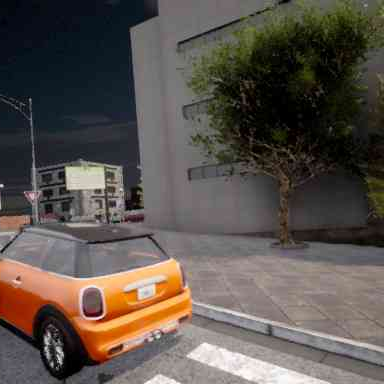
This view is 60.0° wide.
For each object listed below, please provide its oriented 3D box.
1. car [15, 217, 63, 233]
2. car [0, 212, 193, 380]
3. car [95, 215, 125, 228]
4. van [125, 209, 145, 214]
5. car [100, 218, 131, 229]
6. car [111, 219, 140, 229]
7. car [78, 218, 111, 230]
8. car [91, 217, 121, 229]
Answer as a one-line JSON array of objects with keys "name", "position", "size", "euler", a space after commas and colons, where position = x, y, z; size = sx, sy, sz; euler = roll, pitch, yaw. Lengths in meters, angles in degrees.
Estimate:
[{"name": "car", "position": [-18.206, 3.930, 39.819], "size": [2.128, 1.511, 4.902], "euler": [-7, -5, 27]}, {"name": "car", "position": [-2.222, 1.319, 5.776], "size": [4.553, 1.767, 2.097], "euler": [1, 1, 40]}, {"name": "car", "position": [-12.663, 4.527, 51.512], "size": [2.097, 1.767, 4.553], "euler": [-7, -7, 24]}, {"name": "van", "position": [-6.975, 3.363, 45.150], "size": [4.442, 1.987, 1.878], "euler": [-7, -7, 24]}, {"name": "car", "position": [-13.896, 5.761, 60.222], "size": [5.366, 1.575, 1.946], "euler": [-7, -8, 24]}, {"name": "car", "position": [-12.546, 6.008, 62.663], "size": [4.792, 1.488, 2.163], "euler": [-7, -8, 24]}, {"name": "car", "position": [-16.090, 5.266, 54.973], "size": [5.008, 1.535, 2.097], "euler": [-7, -7, 24]}, {"name": "car", "position": [-14.912, 5.370, 57.503], "size": [4.553, 1.767, 2.185], "euler": [-7, -7, 24]}]
